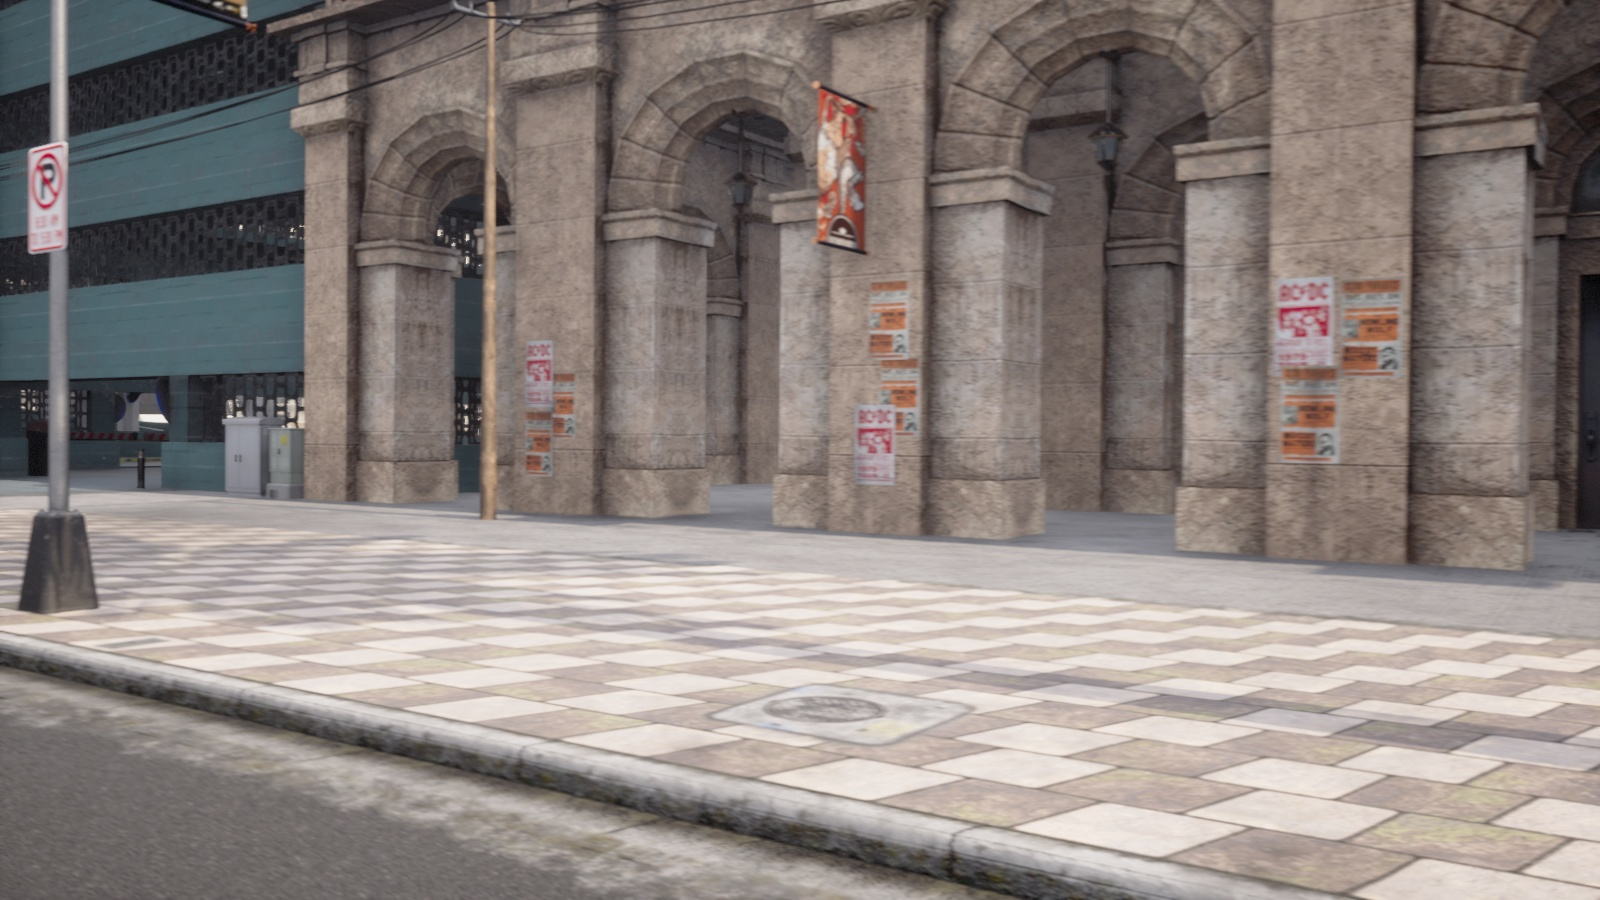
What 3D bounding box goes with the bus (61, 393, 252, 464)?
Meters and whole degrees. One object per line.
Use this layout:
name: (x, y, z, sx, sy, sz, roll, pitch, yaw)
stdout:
bus: (-41.336, -1.378, 81.108, 3.944, 4.253, 10.273, 0, 1, 34)
